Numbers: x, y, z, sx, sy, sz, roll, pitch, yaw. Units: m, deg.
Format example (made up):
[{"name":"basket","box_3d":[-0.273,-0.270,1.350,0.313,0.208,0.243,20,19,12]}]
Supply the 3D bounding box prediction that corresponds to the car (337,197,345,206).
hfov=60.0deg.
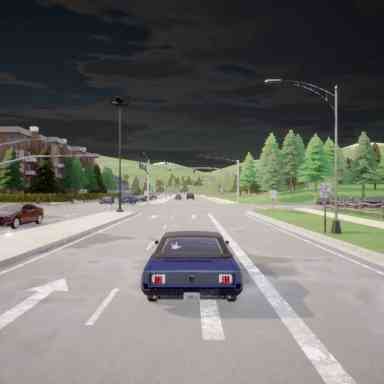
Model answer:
[{"name":"car","box_3d":[23.931,1.601,48.460,4.718,1.301,1.895,0,0,0]}]

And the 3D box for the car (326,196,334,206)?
[{"name":"car","box_3d":[24.139,1.491,51.960,4.902,1.511,2.128,0,0,0]}]

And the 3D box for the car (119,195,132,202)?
[{"name":"car","box_3d":[-15.167,1.478,75.888,1.882,1.535,5.008,0,0,-1]}]

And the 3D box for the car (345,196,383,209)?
[{"name":"car","box_3d":[23.847,1.352,44.960,4.553,1.767,2.097,0,0,0]}]

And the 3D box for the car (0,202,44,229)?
[{"name":"car","box_3d":[-11.553,1.478,21.800,1.882,1.535,5.008,0,0,0]}]

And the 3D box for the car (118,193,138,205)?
[{"name":"car","box_3d":[-11.575,1.224,59.416,2.150,2.045,5.566,0,0,0]}]

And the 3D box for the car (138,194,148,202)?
[{"name":"car","box_3d":[-11.670,1.478,76.125,1.882,1.535,5.008,0,0,-1]}]

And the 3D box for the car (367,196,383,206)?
[{"name":"car","box_3d":[32.138,1.491,55.495,4.902,1.511,2.128,0,0,0]}]

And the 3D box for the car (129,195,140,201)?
[{"name":"car","box_3d":[-15.374,1.525,89.625,2.128,1.511,4.902,0,0,-1]}]

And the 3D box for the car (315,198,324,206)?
[{"name":"car","box_3d":[23.020,1.491,55.449,4.902,1.511,2.128,0,0,0]}]

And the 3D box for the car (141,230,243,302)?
[{"name":"car","box_3d":[0.001,1.601,8.240,1.895,1.301,4.718,0,0,0]}]

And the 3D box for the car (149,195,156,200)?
[{"name":"car","box_3d":[-11.893,1.540,90.879,2.033,1.411,5.357,0,0,-1]}]

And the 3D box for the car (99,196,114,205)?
[{"name":"car","box_3d":[-15.072,1.525,58.927,1.812,1.442,4.674,0,0,0]}]
